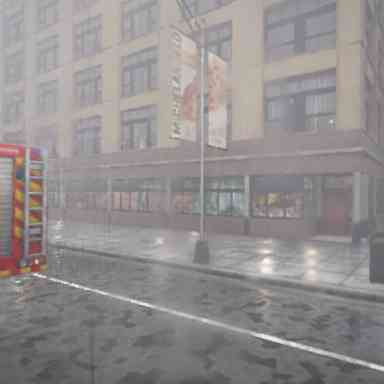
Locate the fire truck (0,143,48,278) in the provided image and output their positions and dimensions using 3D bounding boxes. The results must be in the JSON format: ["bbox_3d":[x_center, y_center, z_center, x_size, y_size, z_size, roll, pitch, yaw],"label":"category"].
[{"bbox_3d":[-7.518,0.332,9.608,8.468,3.827,2.891,0,-1,40],"label":"fire truck"}]
